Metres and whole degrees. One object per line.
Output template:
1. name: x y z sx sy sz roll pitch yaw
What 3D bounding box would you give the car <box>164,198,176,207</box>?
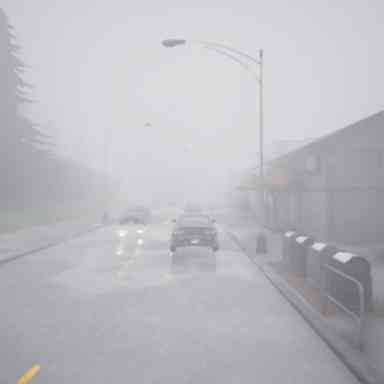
1. car: -4.039 1.913 60.675 1.812 1.442 4.674 0 1 0

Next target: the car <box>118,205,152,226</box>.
1. car: -4.102 1.704 25.012 2.033 1.411 5.357 0 0 0

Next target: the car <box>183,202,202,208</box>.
1. car: 0.090 1.763 34.407 2.033 1.411 5.357 0 0 0

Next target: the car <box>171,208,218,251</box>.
1. car: 0.097 1.616 14.364 1.812 1.442 4.674 0 0 0
